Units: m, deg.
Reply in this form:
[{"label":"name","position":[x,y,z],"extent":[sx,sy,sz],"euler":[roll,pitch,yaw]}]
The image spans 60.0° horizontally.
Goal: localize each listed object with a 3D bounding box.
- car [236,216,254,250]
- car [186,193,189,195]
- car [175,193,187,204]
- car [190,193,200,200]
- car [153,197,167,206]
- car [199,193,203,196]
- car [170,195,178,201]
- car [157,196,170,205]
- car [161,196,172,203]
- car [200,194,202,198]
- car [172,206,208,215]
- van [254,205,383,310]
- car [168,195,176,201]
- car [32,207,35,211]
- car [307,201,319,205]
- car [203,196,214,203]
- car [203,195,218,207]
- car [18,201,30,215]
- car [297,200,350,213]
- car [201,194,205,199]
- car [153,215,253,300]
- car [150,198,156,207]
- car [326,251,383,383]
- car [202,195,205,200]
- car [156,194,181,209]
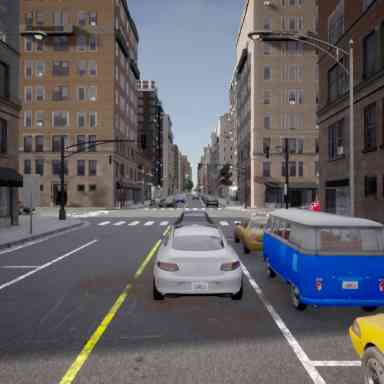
[{"label":"car","position":[2.700,1.528,13.339],"extent":[1.752,1.417,4.829],"euler":[1,0,0]},{"label":"car","position":[-2.210,1.480,76.922],"extent":[1.882,1.535,5.008],"euler":[0,0,1]},{"label":"car","position":[-2.430,1.482,64.939],"extent":[1.882,1.535,5.008],"euler":[0,0,1]},{"label":"car","position":[1.008,1.522,91.881],"extent":[1.812,1.442,4.674],"euler":[0,0,1]},{"label":"car","position":[-5.360,1.571,56.481],"extent":[1.947,1.339,4.313],"euler":[1,0,1]},{"label":"car","position":[3.650,1.549,89.543],"extent":[2.008,1.369,4.403],"euler":[1,0,1]},{"label":"car","position":[-4.875,1.565,89.654],"extent":[1.947,1.339,4.313],"euler":[1,0,1]},{"label":"car","position":[-5.279,1.555,62.010],"extent":[2.008,1.369,4.403],"euler":[1,0,1]},{"label":"car","position":[-5.198,1.549,67.539],"extent":[1.887,1.381,4.507],"euler":[1,0,1]},{"label":"car","position":[3.488,1.567,78.483],"extent":[1.947,1.339,4.313],"euler":[1,0,1]},{"label":"car","position":[0.120,1.566,15.682],"extent":[1.994,1.385,4.181],"euler":[0,0,0]},{"label":"van","position":[2.691,1.342,7.496],"extent":[1.690,1.788,3.998],"euler":[1,0,0]},{"label":"car","position":[-4.957,1.526,83.955],"extent":[1.752,1.417,4.829],"euler":[1,0,1]},{"label":"car","position":[-17.899,1.369,32.412],"extent":[4.892,1.490,1.837],"euler":[0,-1,0]},{"label":"car","position":[15.621,1.356,35.582],"extent":[5.566,2.045,2.150],"euler":[0,-1,0]},{"label":"car","position":[3.327,1.548,67.422],"extent":[1.887,1.381,4.507],"euler":[1,0,1]},{"label":"car","position":[3.084,1.570,50.832],"extent":[1.947,1.339,4.313],"euler":[1,0,1]},{"label":"car","position":[-17.232,1.363,29.164],"extent":[4.674,1.442,1.812],"euler":[0,-1,2]},{"label":"car","position":[15.272,1.712,38.830],"extent":[5.357,1.411,2.033],"euler":[0,-1,0]},{"label":"car","position":[3.246,1.554,61.892],"extent":[2.008,1.369,4.403],"euler":[1,0,1]},{"label":"car","position":[0.093,1.527,8.297],"extent":[1.812,1.442,4.674],"euler":[0,0,-1]},{"label":"car","position":[-5.441,1.588,50.953],"extent":[1.802,1.307,4.206],"euler":[1,0,1]},{"label":"car","position":[2.679,1.526,1.992],"extent":[1.752,1.417,4.829],"euler":[1,0,0]},{"label":"car","position":[3.165,1.549,56.362],"extent":[1.887,1.381,4.507],"euler":[1,0,1]},{"label":"car","position":[-3.206,1.484,45.996],"extent":[1.882,1.535,5.008],"euler":[0,0,7]}]
